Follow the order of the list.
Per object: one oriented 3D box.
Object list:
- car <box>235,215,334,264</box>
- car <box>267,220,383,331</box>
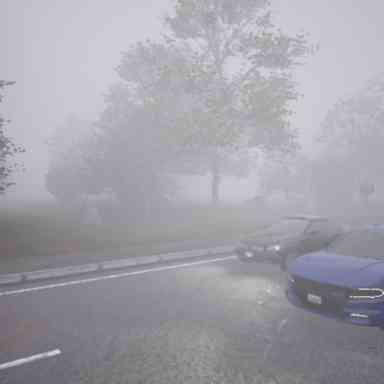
[{"bbox_3d":[3.512,1.495,10.778,4.674,1.442,1.812,0,0,-35],"label":"car"},{"bbox_3d":[4.025,1.453,6.857,5.008,1.535,1.882,0,0,-35],"label":"car"}]
